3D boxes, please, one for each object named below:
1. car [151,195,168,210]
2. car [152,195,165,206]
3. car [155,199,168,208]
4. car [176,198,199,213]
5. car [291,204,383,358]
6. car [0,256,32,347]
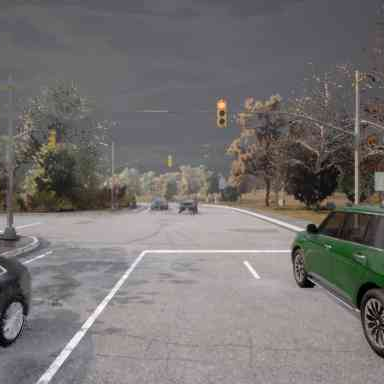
[{"bbox_3d":[-4.167,1.425,43.060,2.097,1.767,4.553,0,-1,-3],"label":"car"},{"bbox_3d":[-6.478,1.659,63.626,2.150,2.045,5.566,0,-1,-10],"label":"car"},{"bbox_3d":[-4.960,1.766,53.263,2.033,1.411,5.357,0,-1,-6],"label":"car"},{"bbox_3d":[-0.364,1.525,36.614,1.837,1.490,4.892,1,0,3],"label":"car"},{"bbox_3d":[3.581,1.221,6.105,2.150,2.045,5.566,0,0,0],"label":"car"},{"bbox_3d":[-3.542,1.505,3.521,1.837,1.490,4.892,0,0,1],"label":"car"}]
